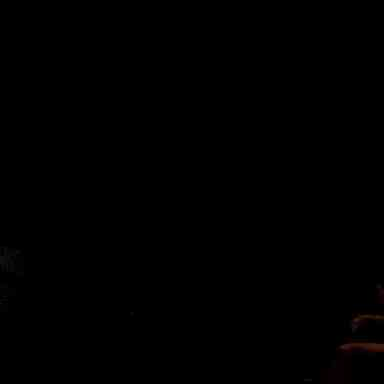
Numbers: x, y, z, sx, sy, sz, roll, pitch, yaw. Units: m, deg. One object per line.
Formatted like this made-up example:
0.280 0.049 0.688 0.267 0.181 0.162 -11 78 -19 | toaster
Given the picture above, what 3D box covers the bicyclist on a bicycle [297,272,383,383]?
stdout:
1.561 1.452 2.778 1.509 1.612 0.866 0 0 35 | bicyclist on a bicycle
